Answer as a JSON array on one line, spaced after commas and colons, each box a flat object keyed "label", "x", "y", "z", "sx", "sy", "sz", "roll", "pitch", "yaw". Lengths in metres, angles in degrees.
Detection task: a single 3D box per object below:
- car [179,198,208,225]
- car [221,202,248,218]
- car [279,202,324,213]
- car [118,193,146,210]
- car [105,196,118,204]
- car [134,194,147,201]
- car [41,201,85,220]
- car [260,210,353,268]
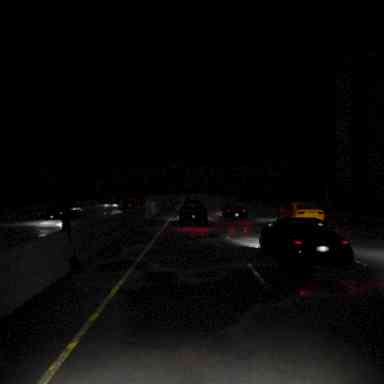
[{"label": "car", "x": 0.095, "y": 1.422, "z": 23.752, "sx": 1.882, "sy": 1.535, "sz": 5.008, "roll": 0, "pitch": 0, "yaw": 0}, {"label": "car", "x": 3.595, "y": 1.536, "z": 28.925, "sx": 1.895, "sy": 1.301, "sz": 4.718, "roll": 0, "pitch": 0, "yaw": 0}, {"label": "car", "x": 7.096, "y": 1.424, "z": 22.153, "sx": 1.882, "sy": 1.535, "sz": 5.008, "roll": 0, "pitch": 0, "yaw": 0}, {"label": "car", "x": -7.100, "y": 1.138, "z": 40.755, "sx": 2.150, "sy": 2.045, "sz": 5.566, "roll": 0, "pitch": 0, "yaw": 0}, {"label": "car", "x": -14.039, "y": 1.418, "z": 58.907, "sx": 1.812, "sy": 1.442, "sz": 4.674, "roll": 0, "pitch": 0, "yaw": 1}, {"label": "car", "x": -10.552, "y": 1.111, "z": 68.277, "sx": 1.994, "sy": 1.385, "sz": 4.181, "roll": 0, "pitch": 0, "yaw": 0}, {"label": "car", "x": -10.603, "y": 1.485, "z": 27.816, "sx": 2.033, "sy": 1.411, "sz": 5.357, "roll": 0, "pitch": 0, "yaw": 0}, {"label": "car", "x": 3.598, "y": 1.532, "z": 11.149, "sx": 1.994, "sy": 1.385, "sz": 4.181, "roll": 0, "pitch": 0, "yaw": 0}]
